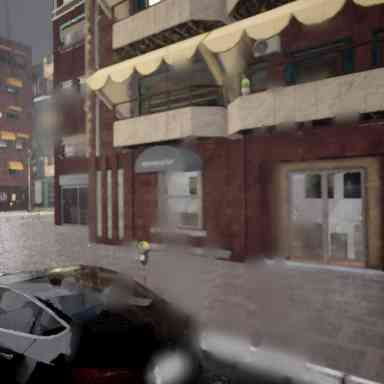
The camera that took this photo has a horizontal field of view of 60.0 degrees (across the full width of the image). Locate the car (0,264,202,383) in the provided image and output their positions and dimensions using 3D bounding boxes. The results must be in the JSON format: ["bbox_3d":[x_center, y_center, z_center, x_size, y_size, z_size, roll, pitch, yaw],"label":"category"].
[{"bbox_3d":[-1.893,1.584,4.081,4.313,1.339,1.947,0,-1,36],"label":"car"}]
